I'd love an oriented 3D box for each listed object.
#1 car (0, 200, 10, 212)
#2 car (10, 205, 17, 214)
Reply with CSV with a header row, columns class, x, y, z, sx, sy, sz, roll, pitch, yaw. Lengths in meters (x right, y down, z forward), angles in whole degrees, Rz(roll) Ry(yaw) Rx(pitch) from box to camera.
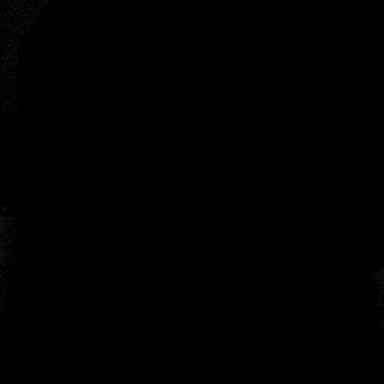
class,x,y,z,sx,sy,sz,roll,pitch,yaw
car,-19.347,1.181,29.145,2.192,1.841,5.009,0,-1,36
car,-16.203,1.524,33.533,1.802,1.307,4.206,0,-1,36
